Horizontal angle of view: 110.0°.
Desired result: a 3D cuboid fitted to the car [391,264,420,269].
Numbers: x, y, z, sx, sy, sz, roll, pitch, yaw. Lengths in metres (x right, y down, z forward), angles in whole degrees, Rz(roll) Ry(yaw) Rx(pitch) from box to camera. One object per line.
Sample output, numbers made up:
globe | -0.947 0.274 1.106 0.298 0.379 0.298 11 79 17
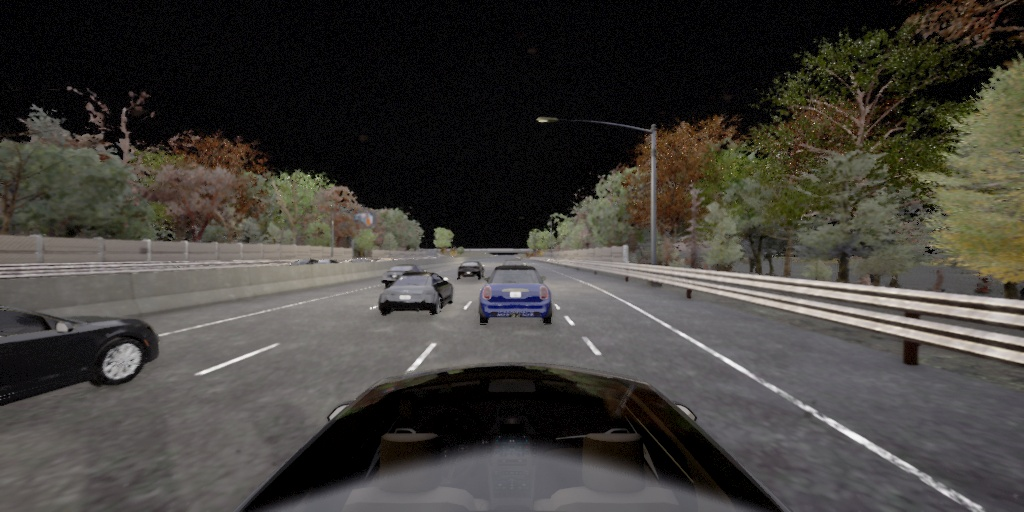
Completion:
car | -6.906 1.235 23.643 2.033 1.411 5.357 0 0 0

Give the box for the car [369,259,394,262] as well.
car | -17.580 1.111 49.893 1.882 1.535 5.008 0 0 0

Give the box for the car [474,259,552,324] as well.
car | 0.095 1.071 11.971 2.097 1.767 4.553 0 0 0

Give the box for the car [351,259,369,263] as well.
car | -21.077 1.124 50.068 2.128 1.511 4.902 0 0 0

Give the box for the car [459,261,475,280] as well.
car | -3.406 1.150 30.432 1.882 1.535 5.008 0 0 0

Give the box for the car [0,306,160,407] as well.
car | -6.902 1.249 4.047 1.837 1.490 4.892 0 1 0

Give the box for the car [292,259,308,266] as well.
car | -28.074 1.138 49.096 1.837 1.490 4.892 0 0 0

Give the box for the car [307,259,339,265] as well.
car | -24.589 1.163 47.598 1.812 1.442 4.674 0 0 0

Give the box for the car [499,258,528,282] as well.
car | 0.090 1.029 28.565 2.097 1.767 4.553 0 0 0

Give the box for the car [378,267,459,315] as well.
car | -3.404 1.279 13.445 1.994 1.385 4.181 0 0 0
